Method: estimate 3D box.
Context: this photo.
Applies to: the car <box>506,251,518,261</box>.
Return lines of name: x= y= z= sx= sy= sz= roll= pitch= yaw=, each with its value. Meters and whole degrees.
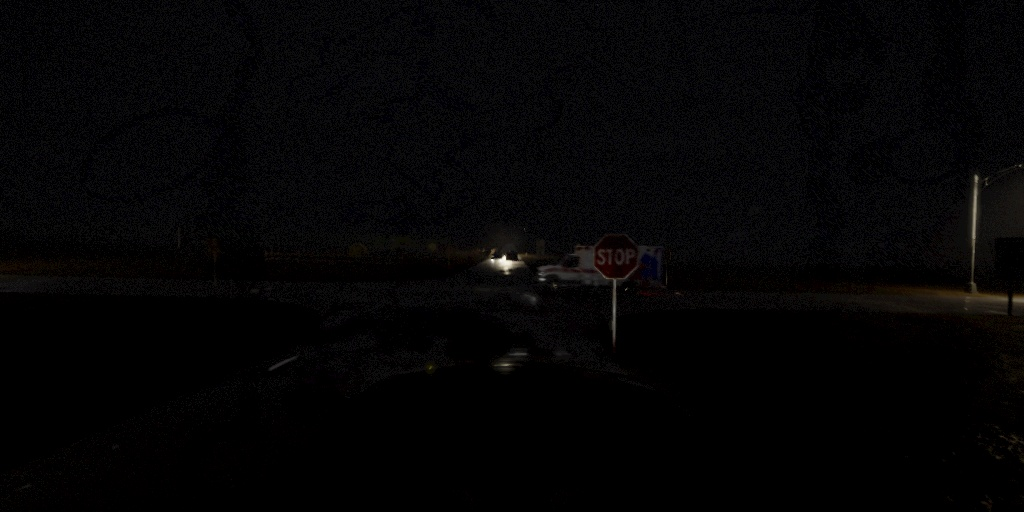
car: x=-0.009 y=-0.108 z=62.222 sx=2.097 sy=1.767 sz=4.553 roll=0 pitch=2 yaw=0

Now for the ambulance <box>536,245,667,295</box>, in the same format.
ambulance: x=4.446 y=0.661 z=18.621 sx=6.366 sy=2.431 sz=2.351 roll=1 pitch=1 yaw=0
